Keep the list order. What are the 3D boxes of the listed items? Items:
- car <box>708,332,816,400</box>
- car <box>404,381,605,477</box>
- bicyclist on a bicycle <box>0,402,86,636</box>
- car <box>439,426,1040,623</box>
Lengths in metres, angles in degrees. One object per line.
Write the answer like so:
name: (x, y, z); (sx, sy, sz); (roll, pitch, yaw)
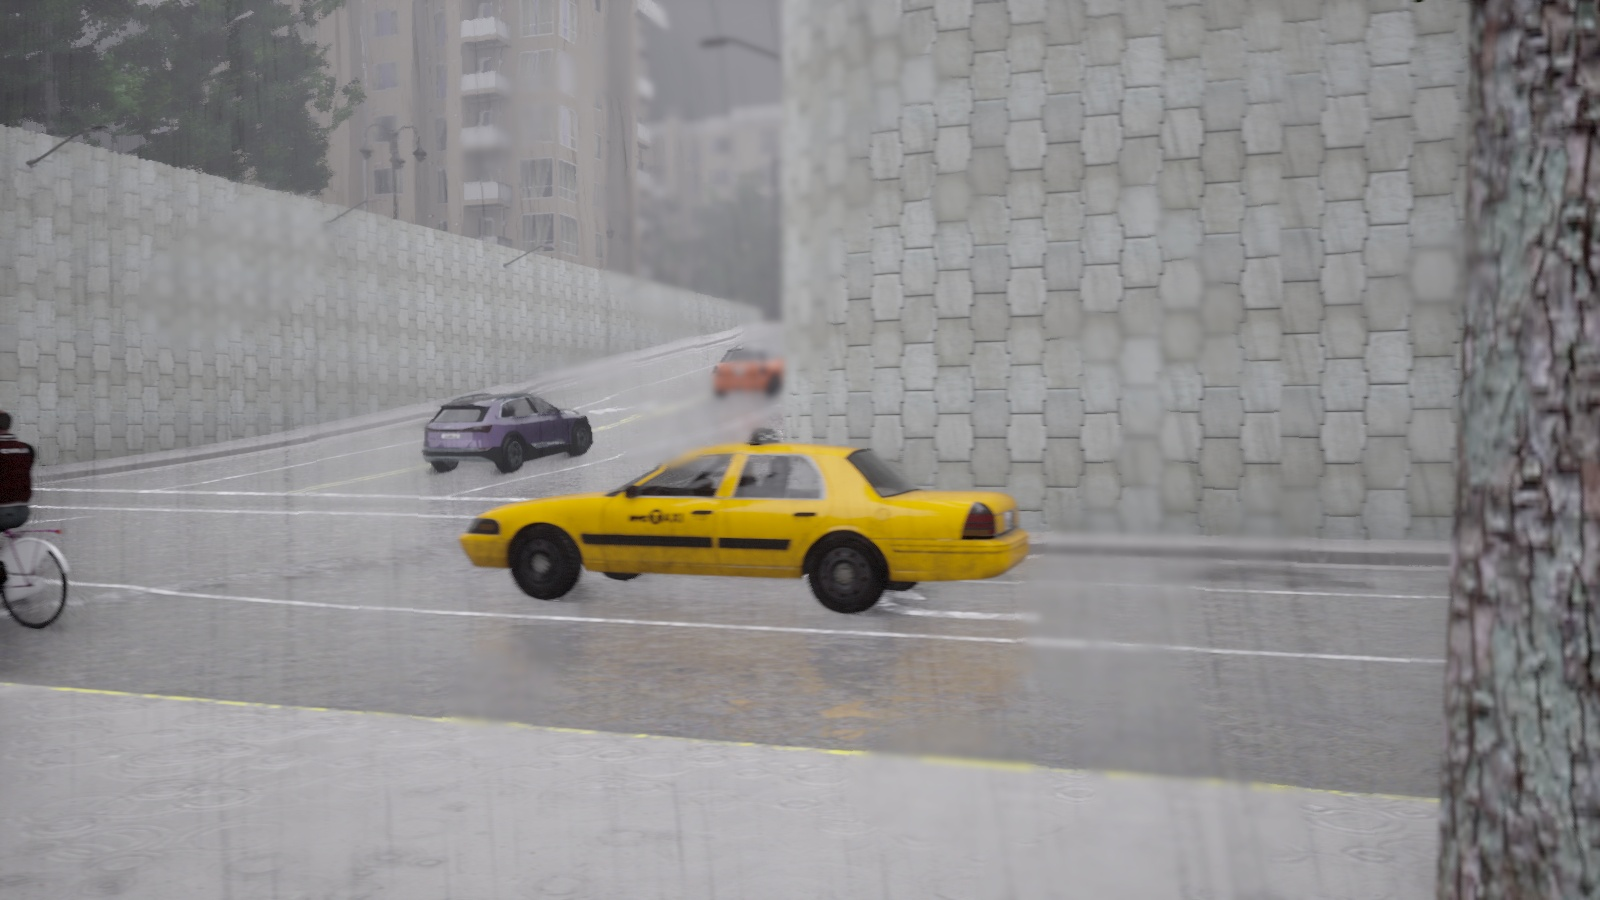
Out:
car: (-1.212, -2.908, 42.854); (2.097, 1.767, 4.553); (1, 10, 20)
car: (-6.494, -0.564, 28.308); (2.033, 1.649, 4.856); (1, 7, 20)
bicyclist on a bicycle: (-6.818, 0.491, 10.232); (1.843, 1.776, 0.659); (3, 2, 18)
car: (-0.577, 0.574, 11.837); (5.366, 1.575, 1.801); (1, 1, 19)
